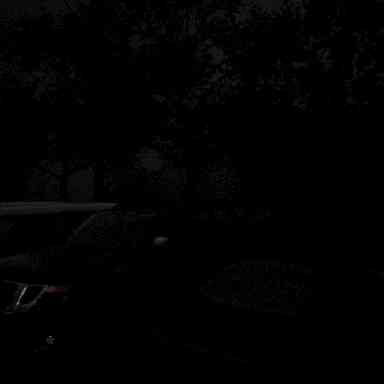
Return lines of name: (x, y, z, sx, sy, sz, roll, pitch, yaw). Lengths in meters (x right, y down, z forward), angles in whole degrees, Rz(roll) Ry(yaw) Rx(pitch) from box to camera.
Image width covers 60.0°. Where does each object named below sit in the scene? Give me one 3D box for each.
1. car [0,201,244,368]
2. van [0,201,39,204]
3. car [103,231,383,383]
car: (-0.907, 1.246, 6.363, 2.435, 2.045, 5.566, 0, 0, 35)
van: (-3.079, 1.288, 8.088, 1.878, 1.987, 4.442, 0, 0, 35)
car: (1.465, 1.479, 4.702, 2.097, 1.535, 5.008, 0, 0, 35)
